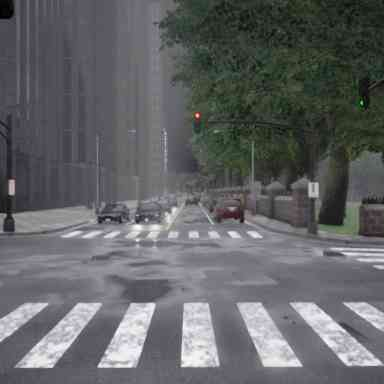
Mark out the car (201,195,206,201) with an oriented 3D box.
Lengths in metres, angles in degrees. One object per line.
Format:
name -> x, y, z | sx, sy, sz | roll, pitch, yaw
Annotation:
car -> 2.701, 1.562, 46.950 | 2.008, 1.369, 4.403 | 0, 0, 0

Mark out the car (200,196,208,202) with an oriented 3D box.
car -> 2.664, 1.555, 74.402 | 1.752, 1.417, 4.829 | 0, 0, 0

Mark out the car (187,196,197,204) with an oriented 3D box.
car -> -0.086, 1.500, 65.242 | 1.882, 1.535, 5.008 | 0, 0, 0

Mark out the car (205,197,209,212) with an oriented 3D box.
car -> 2.716, 1.570, 36.037 | 1.947, 1.339, 4.313 | 0, 0, 0

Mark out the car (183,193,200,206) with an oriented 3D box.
car -> -0.021, 1.368, 55.188 | 2.097, 1.767, 4.553 | 0, 0, 0

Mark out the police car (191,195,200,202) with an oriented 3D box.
police car -> 0.800, 1.457, 75.888 | 1.930, 1.638, 5.238 | 0, 0, 0

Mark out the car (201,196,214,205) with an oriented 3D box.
car -> 2.686, 1.458, 57.863 | 1.967, 1.590, 4.097 | 0, 0, 0

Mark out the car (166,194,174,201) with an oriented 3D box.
car -> -5.883, 1.488, 90.588 | 1.967, 1.590, 4.097 | 0, 0, 0

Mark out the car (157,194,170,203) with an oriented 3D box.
car -> -5.853, 1.340, 68.760 | 2.192, 1.841, 5.009 | 0, 0, 0

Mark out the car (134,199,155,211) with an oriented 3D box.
car -> -5.817, 1.558, 41.474 | 2.008, 1.369, 4.403 | 0, 0, 0

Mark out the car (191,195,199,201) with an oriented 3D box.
car -> 0.786, 1.548, 85.778 | 1.837, 1.490, 4.892 | 0, 0, 0

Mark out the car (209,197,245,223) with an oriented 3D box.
car -> 2.730, 1.313, 25.124 | 2.192, 1.841, 5.009 | 0, 0, 0

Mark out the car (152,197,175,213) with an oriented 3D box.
car -> -3.132, 1.529, 35.859 | 1.812, 1.442, 4.674 | 0, 0, 0

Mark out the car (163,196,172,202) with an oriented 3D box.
car -> -5.868, 1.580, 79.674 | 1.887, 1.381, 4.507 | 0, 0, 0

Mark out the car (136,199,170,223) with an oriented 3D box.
car -> -3.134, 1.546, 25.623 | 2.033, 1.411, 5.357 | 0, 0, 0

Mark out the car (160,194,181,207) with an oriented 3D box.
car -> -3.145, 1.504, 49.535 | 2.128, 1.511, 4.902 | 0, 0, 0

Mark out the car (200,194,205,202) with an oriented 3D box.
car -> 2.694, 1.454, 52.407 | 1.967, 1.590, 4.097 | 0, 0, 0

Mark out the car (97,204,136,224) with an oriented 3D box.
car -> -5.795, 1.564, 25.104 | 1.947, 1.339, 4.313 | 0, 0, 0

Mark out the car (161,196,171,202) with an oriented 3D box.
car -> -5.861, 1.574, 74.217 | 1.887, 1.381, 4.507 | 0, 0, 0

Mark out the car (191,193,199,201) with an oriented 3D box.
car -> 0.779, 1.274, 91.808 | 2.150, 2.045, 5.566 | 0, 0, 0

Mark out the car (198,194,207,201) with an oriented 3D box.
car -> 2.650, 1.356, 85.146 | 2.192, 1.841, 5.009 | 0, 0, 0

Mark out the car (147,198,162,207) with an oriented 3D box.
car -> -5.832, 1.596, 52.389 | 1.802, 1.307, 4.206 | 0, 0, 0

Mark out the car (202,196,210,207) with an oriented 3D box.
car -> 2.708, 1.558, 41.493 | 2.008, 1.369, 4.403 | 0, 0, 0
